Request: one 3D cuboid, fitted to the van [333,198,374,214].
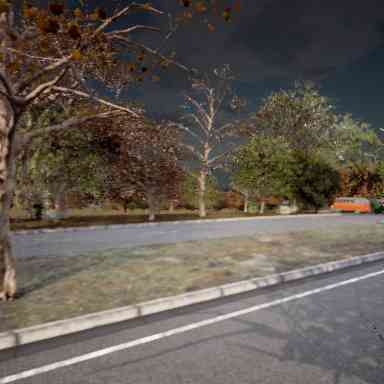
[{"bbox_3d":[20.467,1.754,43.083,1.878,1.987,4.442,2,-1,-35],"label":"van"}]

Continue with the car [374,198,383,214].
[{"bbox_3d":[22.874,1.820,44.688,2.435,2.045,5.566,2,-1,-35],"label":"car"}]
